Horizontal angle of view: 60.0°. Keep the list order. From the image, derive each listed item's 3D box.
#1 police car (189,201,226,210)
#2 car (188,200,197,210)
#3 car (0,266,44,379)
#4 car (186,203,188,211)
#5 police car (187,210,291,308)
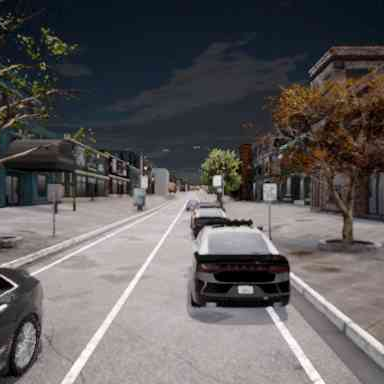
[{"bbox_3d":[0.953,1.545,18.256,1.930,1.638,5.238,0,0,0],"label":"police car"},{"bbox_3d":[0.969,1.509,24.116,2.097,1.767,4.553,0,0,0],"label":"car"},{"bbox_3d":[-2.993,1.522,2.797,1.837,1.490,4.892,0,0,0],"label":"car"},{"bbox_3d":[0.147,1.837,45.756,2.033,1.411,5.357,0,0,0],"label":"car"},{"bbox_3d":[0.923,1.479,8.256,1.930,1.638,5.238,0,0,0],"label":"police car"}]
